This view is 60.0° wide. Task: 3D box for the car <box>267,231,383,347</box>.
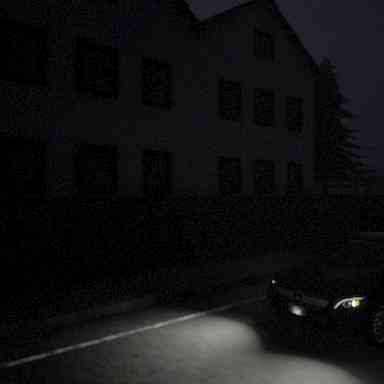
[{"bbox_3d":[3.509,1.542,6.452,4.674,1.442,1.812,0,0,-35],"label":"car"}]
